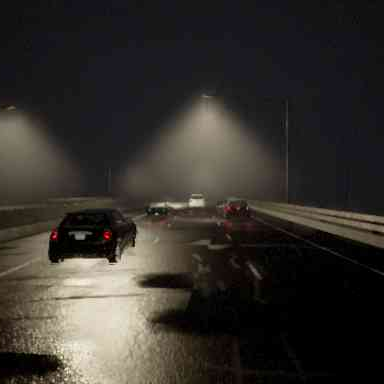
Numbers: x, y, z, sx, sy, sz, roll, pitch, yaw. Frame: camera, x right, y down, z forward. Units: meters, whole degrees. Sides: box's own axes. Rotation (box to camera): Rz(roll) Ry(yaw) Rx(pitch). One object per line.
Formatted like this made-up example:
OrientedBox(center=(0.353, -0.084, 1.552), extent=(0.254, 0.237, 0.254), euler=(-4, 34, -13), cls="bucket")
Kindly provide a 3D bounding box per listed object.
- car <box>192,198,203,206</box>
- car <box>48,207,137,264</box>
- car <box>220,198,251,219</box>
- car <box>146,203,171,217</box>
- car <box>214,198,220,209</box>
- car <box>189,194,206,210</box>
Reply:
OrientedBox(center=(1.108, 1.793, 59.896), extent=(1.895, 1.301, 4.718), euler=(0, 0, 2), cls="car")
OrientedBox(center=(-3.335, 1.375, 12.078), extent=(2.097, 1.767, 4.553), euler=(0, 0, 0), cls="car")
OrientedBox(center=(3.885, 1.423, 29.634), extent=(2.097, 1.767, 4.553), euler=(0, 0, 1), cls="car")
OrientedBox(center=(-3.068, 1.676, 31.690), extent=(1.895, 1.301, 4.718), euler=(0, 0, 1), cls="car")
OrientedBox(center=(4.212, 1.627, 46.987), extent=(2.128, 1.511, 4.902), euler=(0, 0, 2), cls="car")
OrientedBox(center=(0.740, 1.347, 44.824), extent=(2.150, 2.045, 5.566), euler=(0, 0, 1), cls="car")
